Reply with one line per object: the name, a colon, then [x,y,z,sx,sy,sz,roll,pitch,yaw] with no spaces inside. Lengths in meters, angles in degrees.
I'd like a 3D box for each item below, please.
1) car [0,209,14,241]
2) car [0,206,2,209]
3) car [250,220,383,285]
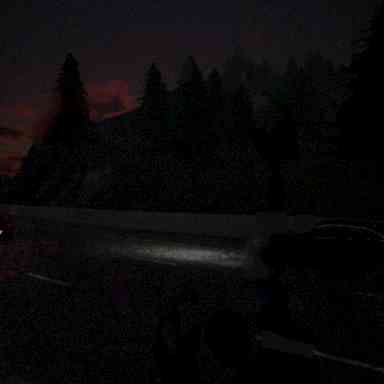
car: [-10.862,1.759,17.234,4.674,1.442,1.812,-1,0,41]
car: [-18.567,1.621,29.388,2.150,2.045,5.566,0,0,-44]
car: [4.116,1.569,9.686,4.902,1.511,2.128,-1,-1,36]
